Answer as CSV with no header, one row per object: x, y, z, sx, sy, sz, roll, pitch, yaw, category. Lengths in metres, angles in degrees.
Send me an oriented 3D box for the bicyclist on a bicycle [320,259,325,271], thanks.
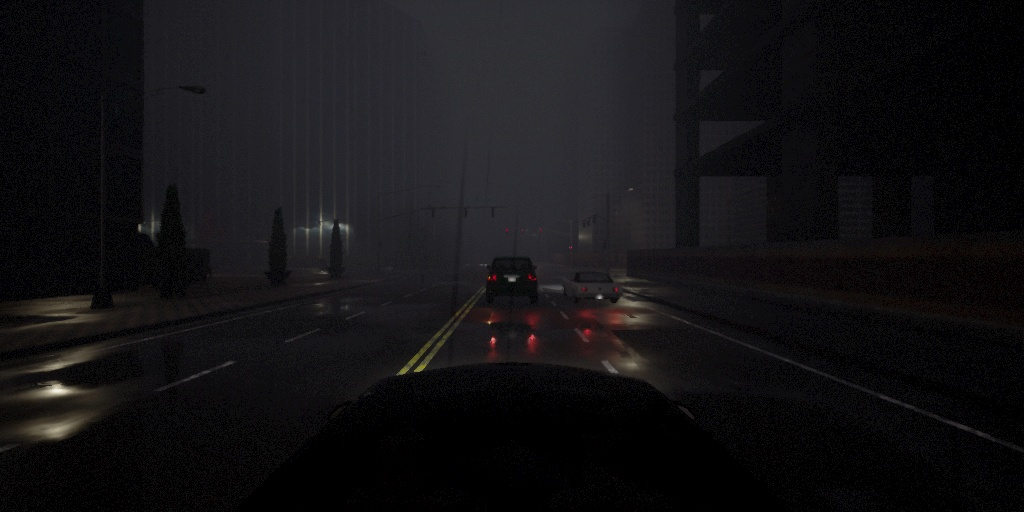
-25.186,1.192,47.701,0.582,1.620,1.656,1,14,-42,bicyclist on a bicycle

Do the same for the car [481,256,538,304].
0.000,1.007,16.530,2.150,2.045,5.566,0,0,0,car

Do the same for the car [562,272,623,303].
3.500,1.365,16.530,1.895,1.301,4.718,0,0,0,car
